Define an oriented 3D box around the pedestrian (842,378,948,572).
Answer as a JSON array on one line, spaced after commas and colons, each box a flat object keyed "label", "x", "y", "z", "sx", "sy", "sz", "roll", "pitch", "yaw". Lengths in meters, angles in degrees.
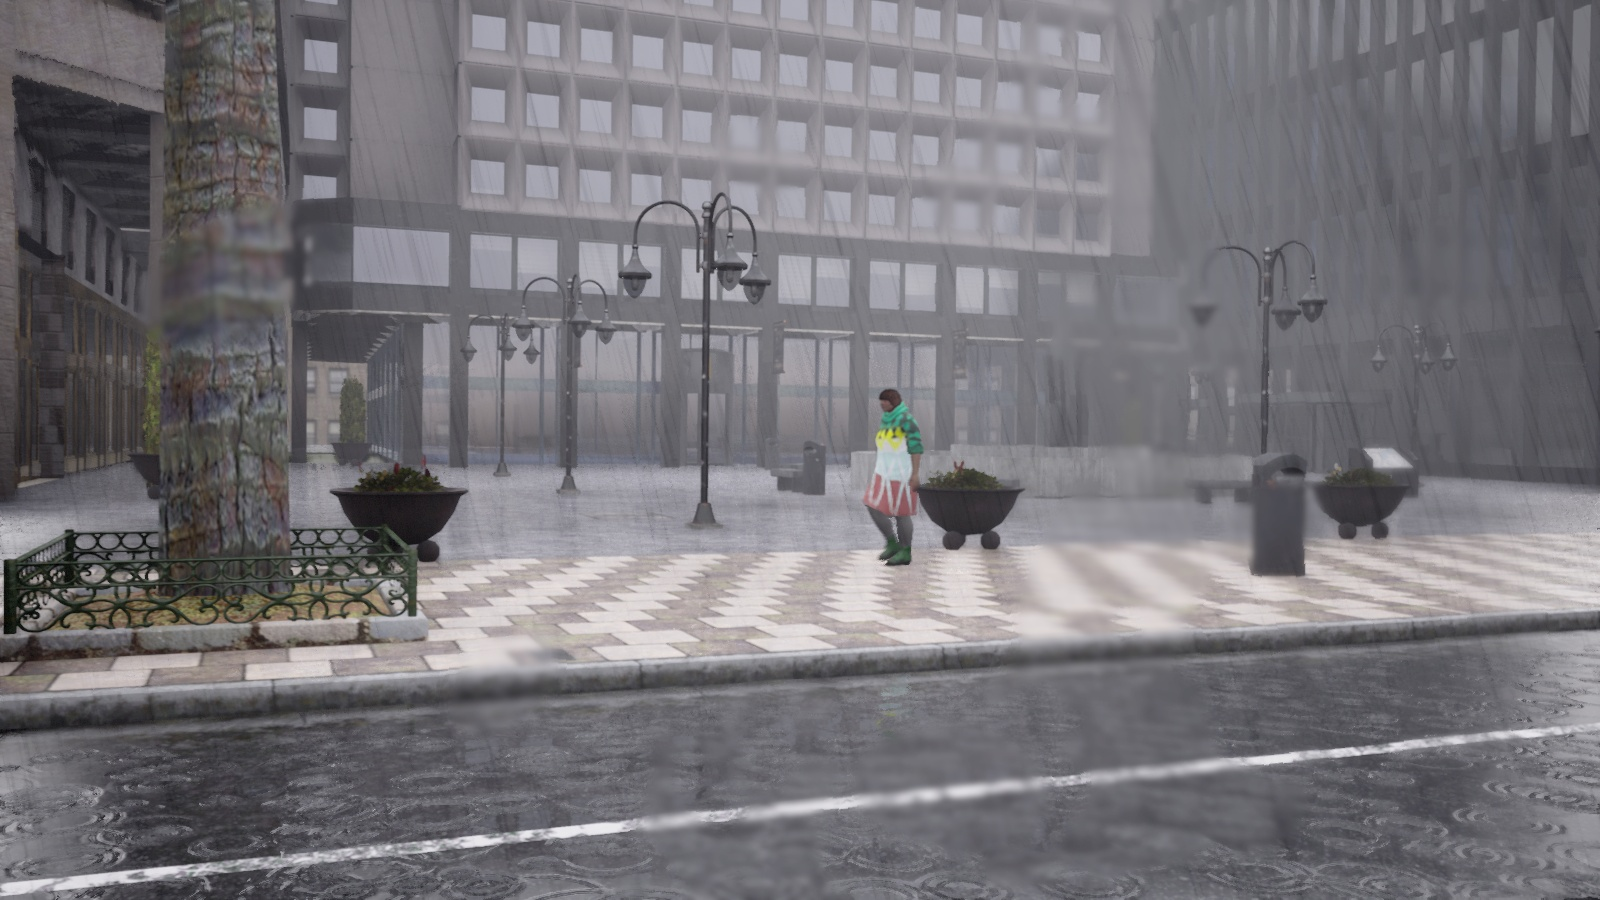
[{"label": "pedestrian", "x": 0.978, "y": 0.241, "z": 13.041, "sx": 0.873, "sy": 1.952, "sz": 0.659, "roll": -1, "pitch": 1, "yaw": -23}]
